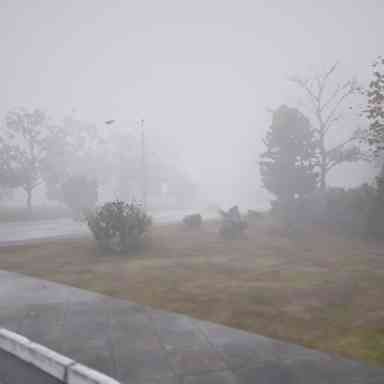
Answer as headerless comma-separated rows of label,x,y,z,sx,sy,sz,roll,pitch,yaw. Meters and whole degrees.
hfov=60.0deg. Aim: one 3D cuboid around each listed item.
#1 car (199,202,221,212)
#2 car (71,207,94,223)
car,2.863,2.312,52.814,2.128,1.511,4.902,-3,-2,33
car,-9.648,2.185,33.055,2.128,1.511,4.902,-3,-2,32
